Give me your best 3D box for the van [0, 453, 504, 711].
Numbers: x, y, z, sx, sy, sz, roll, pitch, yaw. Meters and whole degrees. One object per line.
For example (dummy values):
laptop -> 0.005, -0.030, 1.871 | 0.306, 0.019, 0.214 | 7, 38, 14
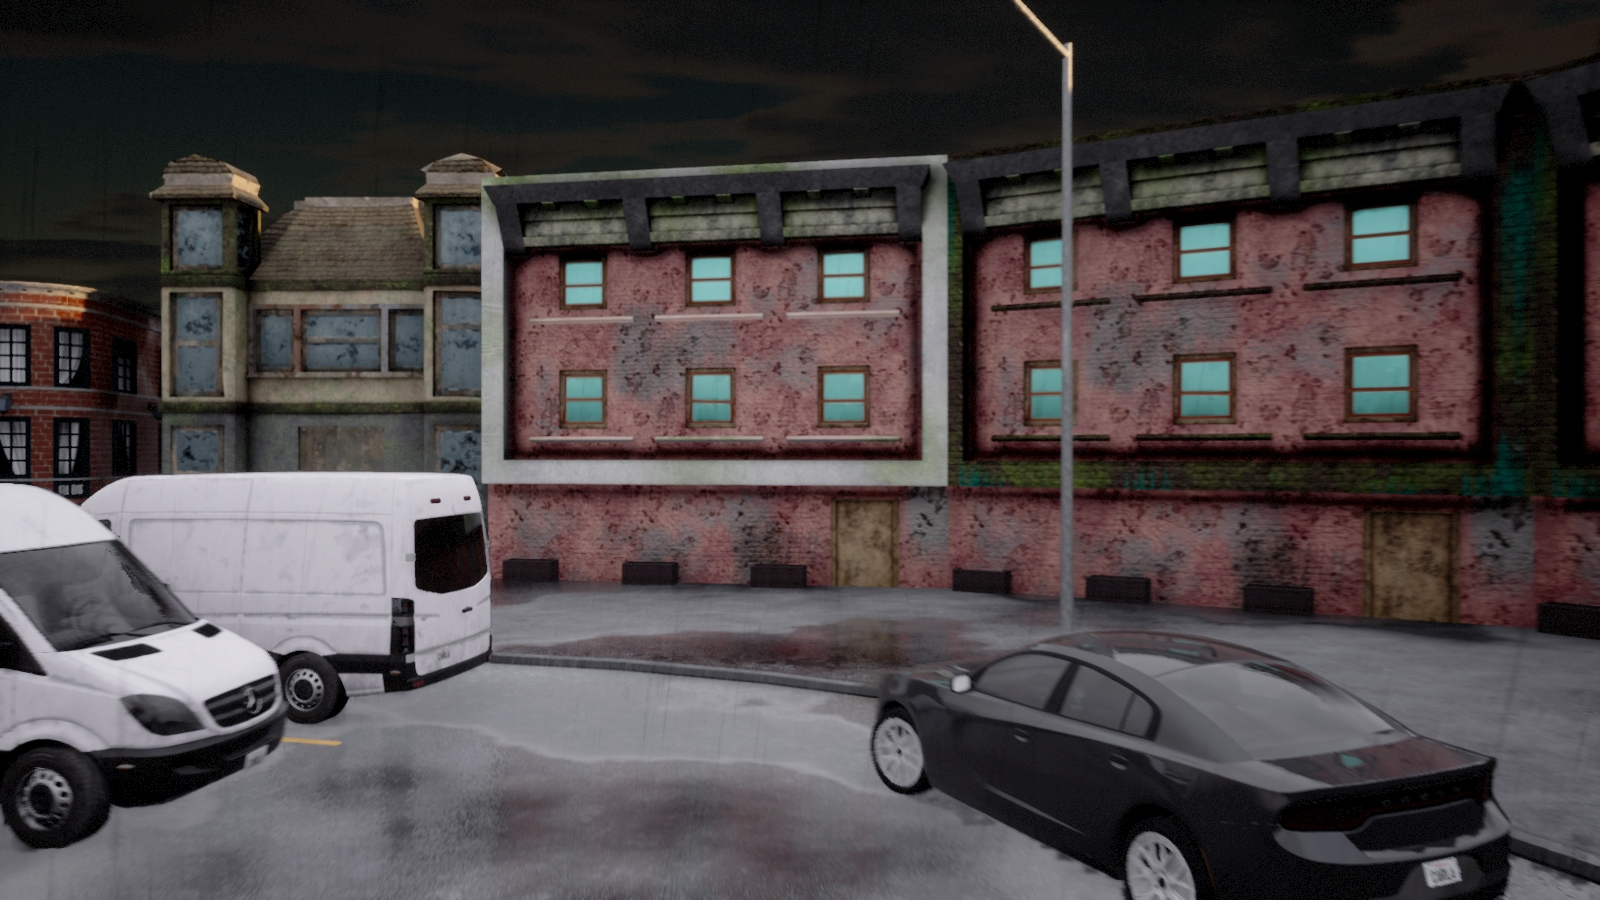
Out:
van -> -6.565, 1.318, 12.982 | 5.915, 2.561, 1.988 | 0, 0, 11

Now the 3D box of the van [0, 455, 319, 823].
van -> -7.175, 1.318, 9.053 | 5.915, 2.561, 1.988 | 0, 0, 2

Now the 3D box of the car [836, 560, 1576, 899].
car -> 2.307, 1.816, 8.169 | 2.097, 1.535, 5.006 | 0, 0, -24
